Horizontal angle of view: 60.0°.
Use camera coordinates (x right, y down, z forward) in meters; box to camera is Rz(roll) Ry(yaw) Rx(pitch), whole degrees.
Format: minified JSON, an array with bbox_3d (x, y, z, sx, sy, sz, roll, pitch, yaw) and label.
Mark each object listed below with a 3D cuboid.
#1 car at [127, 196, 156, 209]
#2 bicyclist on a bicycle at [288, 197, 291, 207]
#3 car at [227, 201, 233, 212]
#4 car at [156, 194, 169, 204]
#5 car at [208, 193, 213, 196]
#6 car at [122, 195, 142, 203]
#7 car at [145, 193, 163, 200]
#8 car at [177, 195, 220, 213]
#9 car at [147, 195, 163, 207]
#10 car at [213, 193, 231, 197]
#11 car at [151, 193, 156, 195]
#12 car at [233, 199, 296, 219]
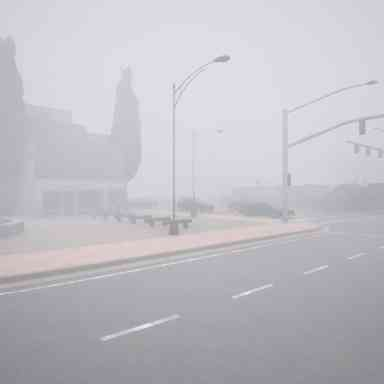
[{"bbox_3d":[-7.487,1.601,46.574,1.895,1.301,4.718,0,0,-40],"label":"car"},{"bbox_3d":[12.890,1.261,44.827,1.656,1.620,0.582,-7,4,-40],"label":"bicyclist on a bicycle"},{"bbox_3d":[5.977,1.491,36.072,2.128,1.511,4.902,0,0,-40],"label":"car"},{"bbox_3d":[-6.065,1.564,61.442,1.994,1.385,4.181,0,0,-40],"label":"car"},{"bbox_3d":[0.034,1.352,43.100,2.097,1.767,4.553,0,0,-40],"label":"car"},{"bbox_3d":[-12.514,1.478,68.999,1.882,1.535,5.008,0,0,-40],"label":"car"},{"bbox_3d":[-10.018,1.153,88.037,4.605,1.855,1.932,0,0,-42],"label":"car"},{"bbox_3d":[0.395,1.478,37.256,1.882,1.535,5.008,0,0,-40],"label":"car"},{"bbox_3d":[-7.067,1.601,51.509,1.895,1.301,4.718,0,0,-40],"label":"car"},{"bbox_3d":[6.873,1.395,69.050,3.806,1.475,1.970,0,0,-42],"label":"car"},{"bbox_3d":[-9.146,1.491,59.660,2.128,1.511,4.902,0,0,-40],"label":"car"},{"bbox_3d":[6.587,1.547,29.871,2.033,1.411,5.357,0,0,-39],"label":"car"}]
